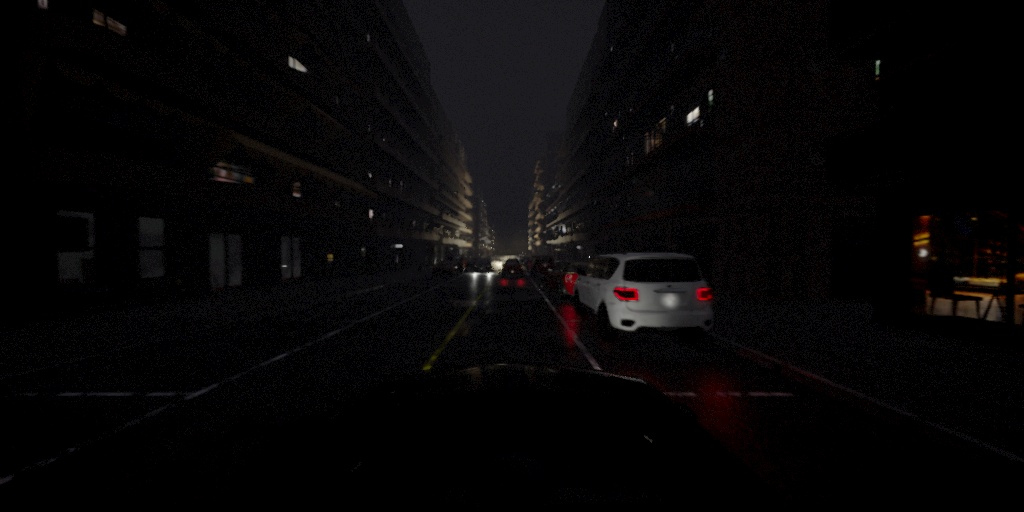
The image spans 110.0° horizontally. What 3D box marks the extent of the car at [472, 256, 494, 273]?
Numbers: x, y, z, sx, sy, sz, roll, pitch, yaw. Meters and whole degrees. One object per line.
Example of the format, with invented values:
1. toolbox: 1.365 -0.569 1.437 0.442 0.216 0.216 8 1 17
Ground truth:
1. car: -3.073 0.983 38.698 1.812 1.442 4.674 0 1 0

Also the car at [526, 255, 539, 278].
1. car: 2.662 0.834 30.941 2.192 1.841 5.009 0 0 0

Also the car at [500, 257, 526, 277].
1. car: 0.057 1.043 31.236 1.812 1.442 4.674 0 1 1

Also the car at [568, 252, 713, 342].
1. car: 3.107 0.915 9.735 2.150 2.045 5.566 0 0 0

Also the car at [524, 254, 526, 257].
1. car: 2.664 0.788 36.606 2.192 1.841 5.009 0 0 0

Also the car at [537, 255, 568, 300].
1. car: 2.848 0.981 17.158 2.097 1.767 4.553 0 0 -8

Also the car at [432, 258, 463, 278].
1. car: -5.686 1.067 30.884 1.888 1.381 4.507 0 0 0

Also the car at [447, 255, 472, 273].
1. car: -5.684 0.790 36.547 2.192 1.841 5.009 0 0 0

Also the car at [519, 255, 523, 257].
1. car: 0.085 0.943 46.056 2.033 1.411 5.357 0 1 0
